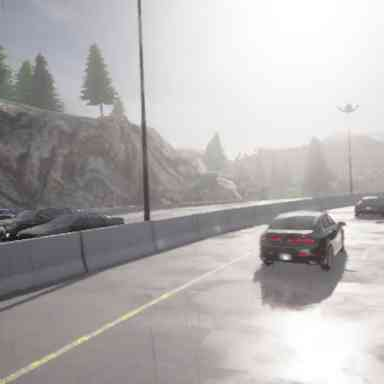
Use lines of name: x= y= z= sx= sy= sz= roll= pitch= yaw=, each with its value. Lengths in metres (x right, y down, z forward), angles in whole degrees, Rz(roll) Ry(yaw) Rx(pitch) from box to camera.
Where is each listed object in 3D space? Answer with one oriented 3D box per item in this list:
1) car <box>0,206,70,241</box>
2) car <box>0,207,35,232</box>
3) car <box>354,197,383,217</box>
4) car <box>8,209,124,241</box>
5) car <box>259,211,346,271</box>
car: x=-8.367 y=1.617 z=18.106 sx=2.097 sy=1.767 sz=4.553 roll=-2 pitch=0 yaw=32
car: x=-13.705 y=1.926 z=22.783 sx=1.882 sy=1.535 sz=5.008 roll=-2 pitch=0 yaw=32
car: x=13.426 y=1.024 z=24.606 sx=1.994 sy=1.385 sz=4.181 roll=-2 pitch=0 yaw=38
car: x=-5.558 y=1.714 z=16.105 sx=2.033 sy=1.411 sz=5.357 roll=-2 pitch=0 yaw=32
car: x=3.602 y=1.351 z=10.524 sx=1.837 sy=1.490 sz=4.892 roll=-2 pitch=0 yaw=31
